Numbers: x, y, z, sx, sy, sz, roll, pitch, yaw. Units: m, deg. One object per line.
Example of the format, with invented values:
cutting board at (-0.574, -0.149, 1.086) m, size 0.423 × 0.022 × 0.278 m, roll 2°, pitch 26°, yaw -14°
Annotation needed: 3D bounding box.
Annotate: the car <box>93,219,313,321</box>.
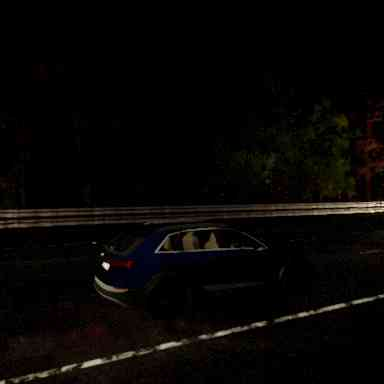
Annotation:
car at (0.399, 1.423, 7.199) m, size 4.856 × 1.649 × 2.033 m, roll 0°, pitch 0°, yaw -27°
